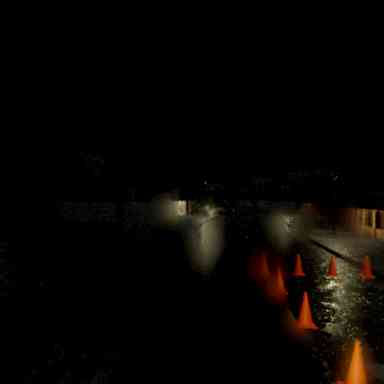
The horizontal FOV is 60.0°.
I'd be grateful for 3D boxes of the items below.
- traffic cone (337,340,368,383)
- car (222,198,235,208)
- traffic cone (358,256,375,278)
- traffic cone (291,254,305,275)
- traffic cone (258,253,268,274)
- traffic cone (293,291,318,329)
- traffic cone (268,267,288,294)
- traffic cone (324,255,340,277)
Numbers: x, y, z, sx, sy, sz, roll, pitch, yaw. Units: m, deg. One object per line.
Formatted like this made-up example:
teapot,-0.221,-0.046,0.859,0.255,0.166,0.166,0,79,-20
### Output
traffic cone,1.946,2.047,3.924,0.340,0.580,0.340,1,-1,2
car,7.473,2.215,68.255,2.150,2.045,5.566,2,-1,-1
traffic cone,5.155,2.190,9.813,0.340,0.580,0.340,1,-1,2
traffic cone,3.157,2.142,9.884,0.340,0.580,0.340,1,-1,2
traffic cone,2.158,2.117,9.919,0.340,0.580,0.340,1,-1,2
traffic cone,2.017,2.070,5.922,0.340,0.580,0.340,1,-1,2
traffic cone,2.087,2.094,7.921,0.340,0.580,0.340,1,-1,2
traffic cone,4.156,2.166,9.848,0.340,0.580,0.340,1,-1,2
